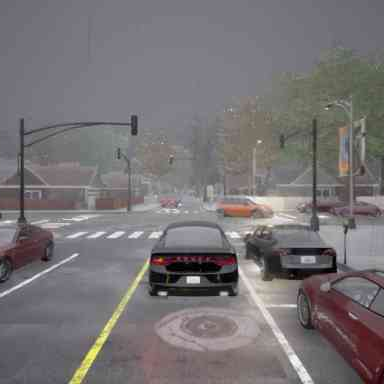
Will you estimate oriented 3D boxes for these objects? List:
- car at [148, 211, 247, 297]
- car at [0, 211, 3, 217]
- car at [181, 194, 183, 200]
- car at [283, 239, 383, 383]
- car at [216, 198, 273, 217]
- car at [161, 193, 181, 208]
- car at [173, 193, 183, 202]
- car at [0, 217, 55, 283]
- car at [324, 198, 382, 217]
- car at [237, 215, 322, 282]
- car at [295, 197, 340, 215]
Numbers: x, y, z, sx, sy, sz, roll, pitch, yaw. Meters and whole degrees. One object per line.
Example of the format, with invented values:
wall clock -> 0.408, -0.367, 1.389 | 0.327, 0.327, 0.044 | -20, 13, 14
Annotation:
car -> 0.048, 1.478, 8.645 | 1.882, 1.535, 5.008 | 0, 0, 1
car -> -17.073, 1.660, 25.849 | 4.181, 1.385, 1.994 | 0, 0, 0
car -> -3.219, 1.397, 64.194 | 2.097, 1.767, 4.553 | 0, 0, 0
car -> 2.635, 1.582, 4.080 | 1.802, 1.307, 4.206 | 0, 0, 0
car -> 4.276, 1.320, 27.096 | 4.553, 1.767, 2.097 | -1, 0, 30
car -> -3.204, 1.245, 48.471 | 2.150, 2.045, 5.566 | 0, 0, 0
car -> -3.240, 1.279, 79.593 | 2.150, 2.045, 5.566 | 0, 0, 0
car -> -5.400, 1.582, 9.583 | 1.802, 1.307, 4.206 | 0, 0, 0
car -> 14.331, 1.471, 29.340 | 4.181, 1.385, 1.994 | 0, 0, 0
car -> 2.625, 1.566, 9.598 | 1.947, 1.339, 4.313 | 0, 0, 0
car -> 12.539, 1.269, 32.588 | 4.553, 1.767, 2.097 | 0, 0, 0
